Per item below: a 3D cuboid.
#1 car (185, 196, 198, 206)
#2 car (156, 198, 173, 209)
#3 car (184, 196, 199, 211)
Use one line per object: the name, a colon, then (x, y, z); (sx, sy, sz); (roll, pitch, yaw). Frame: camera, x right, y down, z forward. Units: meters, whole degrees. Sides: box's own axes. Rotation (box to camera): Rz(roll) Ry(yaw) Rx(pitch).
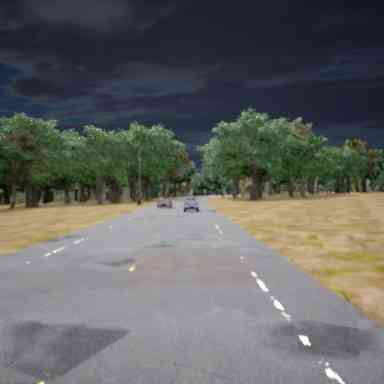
car: (-0.136, 1.484, 56.820); (2.128, 1.511, 4.902); (0, 0, 0)
car: (-3.768, 1.596, 46.358); (1.994, 1.385, 4.181); (0, 0, 0)
car: (-0.068, 1.592, 40.525); (2.033, 1.411, 5.357); (0, 0, 0)
